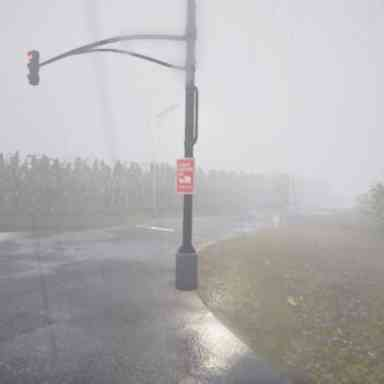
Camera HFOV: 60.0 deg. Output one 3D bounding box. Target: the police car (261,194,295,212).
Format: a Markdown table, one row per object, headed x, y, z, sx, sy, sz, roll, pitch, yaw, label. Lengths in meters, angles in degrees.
| x | y | z | sx | sy | sz | roll | pitch | yaw | label |
| --- | --- | --- | --- | --- | --- | --- | --- | --- | --- |
| 8.201 | 0.995 | 31.728 | 1.930 | 1.638 | 5.238 | 2 | 1 | 35 | police car |
